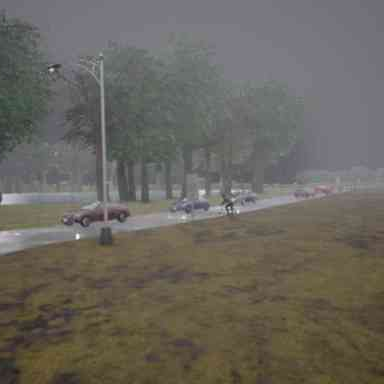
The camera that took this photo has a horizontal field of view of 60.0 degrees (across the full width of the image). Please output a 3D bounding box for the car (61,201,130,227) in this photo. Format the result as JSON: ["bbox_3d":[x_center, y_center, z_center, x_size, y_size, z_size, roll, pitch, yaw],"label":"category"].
[{"bbox_3d":[-5.945,1.300,21.006,1.812,1.442,4.674,-1,0,35],"label":"car"}]

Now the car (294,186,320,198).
[{"bbox_3d":[16.070,0.059,47.274,2.128,1.511,4.902,-1,1,35],"label":"car"}]

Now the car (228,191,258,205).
[{"bbox_3d":[5.788,0.640,37.728,2.128,1.511,4.902,-1,1,35],"label":"car"}]

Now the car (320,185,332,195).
[{"bbox_3d":[21.996,-0.364,55.736,1.882,1.535,5.008,-1,2,35],"label":"car"}]

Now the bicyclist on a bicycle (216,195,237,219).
[{"bbox_3d":[2.283,0.996,22.318,1.656,1.620,0.582,-1,1,35],"label":"bicyclist on a bicycle"}]

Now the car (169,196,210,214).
[{"bbox_3d":[-0.099,1.036,29.332,1.812,1.442,4.674,-1,1,35],"label":"car"}]
